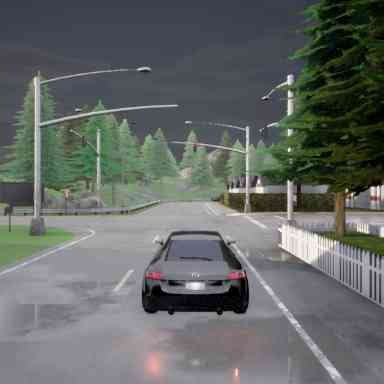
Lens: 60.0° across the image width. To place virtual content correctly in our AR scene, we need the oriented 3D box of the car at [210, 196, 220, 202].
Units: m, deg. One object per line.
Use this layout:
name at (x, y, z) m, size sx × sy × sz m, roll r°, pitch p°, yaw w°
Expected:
car at (6.697, 1.525, 72.863) m, size 5.357 × 1.411 × 2.033 m, roll 0°, pitch 0°, yaw -22°

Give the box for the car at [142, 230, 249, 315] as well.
car at (0.075, 1.564, 7.644) m, size 1.994 × 1.385 × 4.181 m, roll 0°, pitch 0°, yaw 1°
